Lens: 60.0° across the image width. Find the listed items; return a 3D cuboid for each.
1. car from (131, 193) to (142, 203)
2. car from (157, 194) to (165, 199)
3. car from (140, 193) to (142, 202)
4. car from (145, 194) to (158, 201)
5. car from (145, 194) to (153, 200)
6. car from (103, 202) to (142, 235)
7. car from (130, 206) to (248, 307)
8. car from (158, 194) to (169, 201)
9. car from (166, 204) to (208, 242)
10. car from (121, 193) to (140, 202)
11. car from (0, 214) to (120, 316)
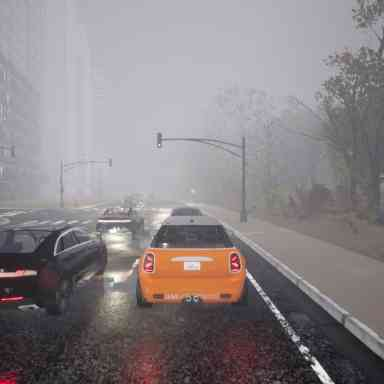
[{"bbox_3d":[-11.666,1.167,70.035,2.150,2.045,5.566,0,0,-8],"label":"car"},{"bbox_3d":[-8.562,1.260,91.022,1.812,1.442,4.674,0,0,-10],"label":"car"},{"bbox_3d":[-10.243,1.464,58.588,1.837,1.490,4.892,0,0,-7],"label":"car"},{"bbox_3d":[-9.950,1.399,80.140,1.882,1.535,5.008,0,0,-9],"label":"car"},{"bbox_3d":[-11.760,1.217,90.443,1.882,1.535,5.008,0,0,-10],"label":"car"},{"bbox_3d":[-3.513,1.487,16.895,2.128,1.511,4.902,0,0,-2],"label":"car"},{"bbox_3d":[-0.020,1.350,8.116,2.097,1.767,4.553,0,0,-1],"label":"car"},{"bbox_3d":[-6.813,1.512,81.077,1.895,1.301,4.718,0,0,-10],"label":"car"},{"bbox_3d":[-0.285,1.472,17.338,1.882,1.535,5.008,0,0,-1],"label":"car"},{"bbox_3d":[-9.158,1.325,48.692,2.097,1.767,4.553,0,0,-6],"label":"car"},{"bbox_3d":[-3.257,1.490,7.466,2.128,1.511,4.902,0,0,-1],"label":"car"}]
